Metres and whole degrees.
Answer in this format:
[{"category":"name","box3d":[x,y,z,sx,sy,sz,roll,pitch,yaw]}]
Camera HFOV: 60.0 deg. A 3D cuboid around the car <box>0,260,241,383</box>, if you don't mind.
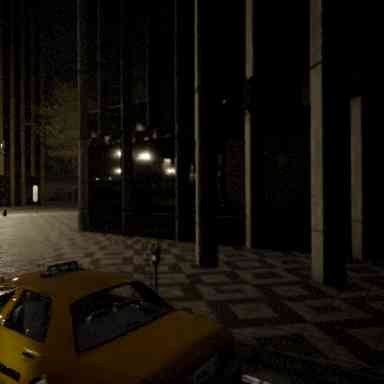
[{"category":"car","box3d":[-1.791,1.556,4.217,4.829,1.417,1.752,-1,0,35]}]
